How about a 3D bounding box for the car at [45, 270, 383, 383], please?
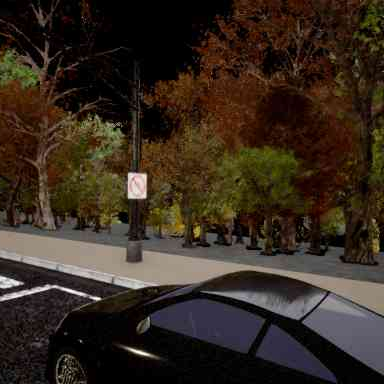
[{"bbox_3d":[0.368,1.564,3.425,4.181,1.385,1.994,0,0,36],"label":"car"}]
